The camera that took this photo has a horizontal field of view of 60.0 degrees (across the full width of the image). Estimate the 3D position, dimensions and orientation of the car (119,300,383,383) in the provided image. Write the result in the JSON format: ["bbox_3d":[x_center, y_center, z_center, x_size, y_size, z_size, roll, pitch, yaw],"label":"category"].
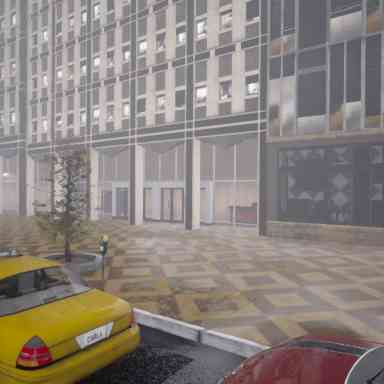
[{"bbox_3d":[1.835,1.440,1.556,4.097,1.590,1.967,0,1,35],"label":"car"}]

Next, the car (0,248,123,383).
[{"bbox_3d":[-2.931,1.524,4.953,4.829,1.417,1.752,0,1,35],"label":"car"}]
